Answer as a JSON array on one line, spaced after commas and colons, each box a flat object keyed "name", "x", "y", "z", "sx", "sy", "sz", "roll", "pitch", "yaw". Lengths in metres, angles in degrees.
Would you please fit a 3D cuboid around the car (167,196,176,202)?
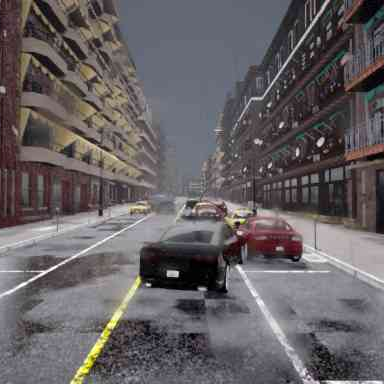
[{"name": "car", "x": -5.097, "y": 1.781, "z": 84.053, "sx": 1.947, "sy": 1.339, "sz": 4.313, "roll": 1, "pitch": 0, "yaw": 0}]

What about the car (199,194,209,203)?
[{"name": "car", "x": 2.742, "y": 1.504, "z": 78.444, "sx": 2.192, "sy": 1.841, "sz": 5.009, "roll": 1, "pitch": 0, "yaw": 0}]

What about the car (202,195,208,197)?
[{"name": "car", "x": 2.719, "y": 1.649, "z": 56.320, "sx": 1.887, "sy": 1.381, "sz": 4.507, "roll": 1, "pitch": 0, "yaw": 0}]

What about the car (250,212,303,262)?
[{"name": "car", "x": 2.613, "y": 1.554, "z": 12.074, "sx": 1.887, "sy": 1.381, "sz": 4.507, "roll": 1, "pitch": 0, "yaw": 0}]

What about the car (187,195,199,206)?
[{"name": "car", "x": 0.142, "y": 1.467, "z": 59.439, "sx": 2.097, "sy": 1.767, "sz": 4.553, "roll": 0, "pitch": 0, "yaw": 0}]

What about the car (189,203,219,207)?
[{"name": "car", "x": 0.870, "y": 1.543, "z": 18.747, "sx": 1.812, "sy": 1.442, "sz": 4.674, "roll": 0, "pitch": 0, "yaw": 0}]

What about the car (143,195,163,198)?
[{"name": "car", "x": -5.195, "y": 1.373, "z": 39.811, "sx": 2.192, "sy": 1.841, "sz": 5.009, "roll": 2, "pitch": 0, "yaw": 0}]

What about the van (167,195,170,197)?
[{"name": "van", "x": -5.157, "y": 1.446, "z": 56.401, "sx": 1.690, "sy": 1.788, "sz": 3.998, "roll": 1, "pitch": 0, "yaw": 0}]

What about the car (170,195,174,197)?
[{"name": "car", "x": -5.130, "y": 1.460, "z": 67.462, "sx": 2.192, "sy": 1.841, "sz": 5.009, "roll": 1, "pitch": 0, "yaw": 0}]

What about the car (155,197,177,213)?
[{"name": "car", "x": -2.667, "y": 1.573, "z": 34.695, "sx": 1.812, "sy": 1.442, "sz": 4.674, "roll": 0, "pitch": 0, "yaw": 0}]

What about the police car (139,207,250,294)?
[{"name": "police car", "x": 0.298, "y": 1.431, "z": 9.129, "sx": 1.930, "sy": 1.638, "sz": 5.238, "roll": 0, "pitch": 0, "yaw": 15}]

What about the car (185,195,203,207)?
[{"name": "car", "x": 0.120, "y": 1.550, "z": 45.600, "sx": 1.882, "sy": 1.535, "sz": 5.008, "roll": 0, "pitch": 0, "yaw": 0}]

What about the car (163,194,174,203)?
[{"name": "car", "x": -5.116, "y": 1.482, "z": 72.992, "sx": 2.192, "sy": 1.841, "sz": 5.009, "roll": 1, "pitch": 0, "yaw": 0}]

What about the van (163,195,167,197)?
[{"name": "van", "x": -5.169, "y": 1.428, "z": 50.869, "sx": 1.690, "sy": 1.788, "sz": 3.998, "roll": 2, "pitch": 0, "yaw": 0}]

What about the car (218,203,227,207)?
[{"name": "car", "x": 2.628, "y": 1.541, "z": 17.776, "sx": 1.752, "sy": 1.417, "sz": 4.829, "roll": 1, "pitch": 0, "yaw": 0}]

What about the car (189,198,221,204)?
[{"name": "car", "x": 0.885, "y": 1.482, "z": 24.941, "sx": 1.801, "sy": 1.575, "sz": 5.366, "roll": 0, "pitch": 0, "yaw": 0}]

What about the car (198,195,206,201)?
[{"name": "car", "x": 2.765, "y": 1.682, "z": 89.507, "sx": 1.967, "sy": 1.590, "sz": 4.097, "roll": 1, "pitch": 0, "yaw": 0}]

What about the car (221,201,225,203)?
[{"name": "car", "x": 2.666, "y": 1.591, "z": 34.197, "sx": 1.887, "sy": 1.381, "sz": 4.507, "roll": 1, "pitch": 0, "yaw": 0}]

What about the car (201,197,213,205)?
[{"name": "car", "x": 2.732, "y": 1.669, "z": 61.850, "sx": 1.887, "sy": 1.381, "sz": 4.507, "roll": 1, "pitch": 0, "yaw": 0}]

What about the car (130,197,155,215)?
[{"name": "car", "x": -5.214, "y": 1.571, "z": 34.109, "sx": 1.752, "sy": 1.417, "sz": 4.829, "roll": 2, "pitch": 0, "yaw": 0}]
